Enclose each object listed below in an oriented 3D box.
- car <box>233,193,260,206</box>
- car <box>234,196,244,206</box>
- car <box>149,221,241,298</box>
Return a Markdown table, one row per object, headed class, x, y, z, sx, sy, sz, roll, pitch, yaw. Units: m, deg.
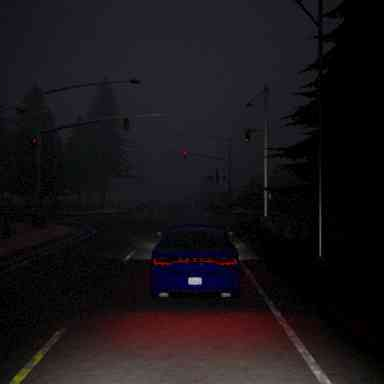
| class | x | y | z | sx | sy | sz | roll | pitch | yaw |
| --- | --- | --- | --- | --- | --- | --- | --- | --- | --- |
| car | 8.545 | 1.142 | 52.022 | 3.866 | 1.878 | 1.905 | 0 | 0 | 0 |
| car | 8.954 | 1.140 | 49.511 | 4.605 | 1.855 | 1.932 | 0 | 0 | 0 |
| car | 0.079 | 1.477 | 8.558 | 1.882 | 1.535 | 5.008 | 0 | 0 | 1 |
